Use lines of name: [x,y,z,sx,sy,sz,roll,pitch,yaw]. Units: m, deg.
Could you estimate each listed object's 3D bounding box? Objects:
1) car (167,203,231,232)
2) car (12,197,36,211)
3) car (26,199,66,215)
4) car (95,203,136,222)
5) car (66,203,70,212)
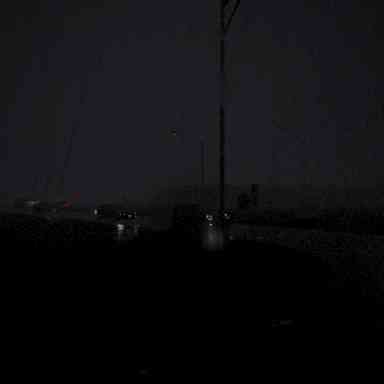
car: [0.370,1.550,21.790,2.097,1.767,4.553,0,0,-42]
car: [-25.918,1.785,51.725,5.566,2.045,2.150,-1,0,42]
car: [-17.762,1.937,40.409,4.902,1.511,2.128,-1,0,44]
car: [-6.871,1.804,29.564,1.837,1.490,4.892,0,-1,-44]
car: [-18.200,1.955,44.756,4.902,1.511,2.128,-1,0,43]
